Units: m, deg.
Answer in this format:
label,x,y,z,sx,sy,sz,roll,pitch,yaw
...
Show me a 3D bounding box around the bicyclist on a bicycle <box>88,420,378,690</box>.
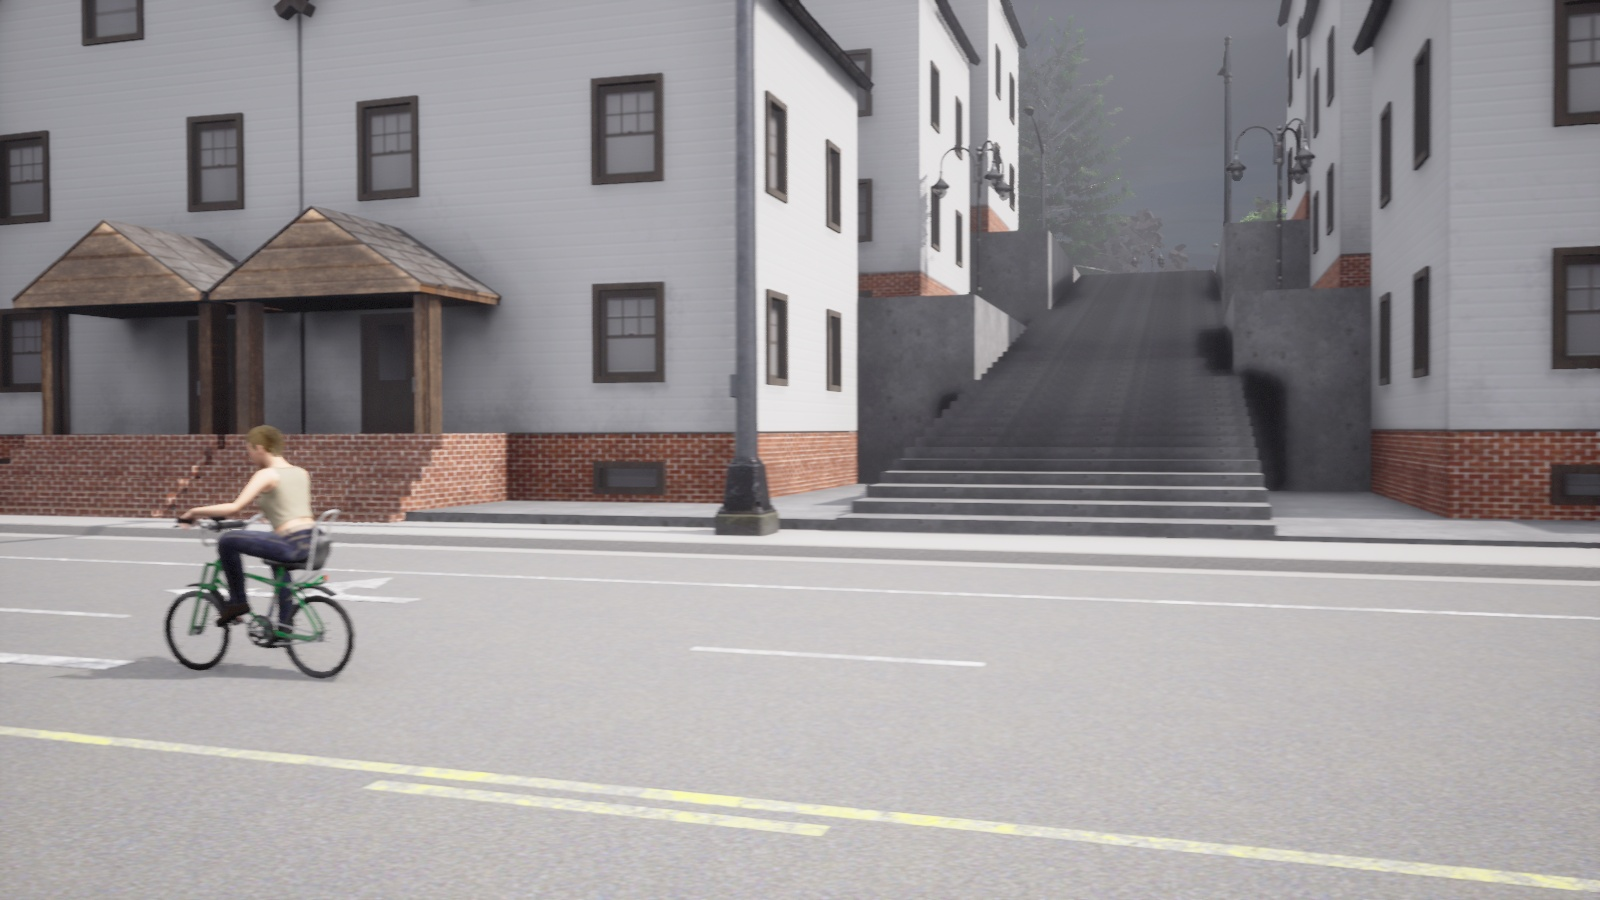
label,x,y,z,sx,sy,sz,roll,pitch,yaw
bicyclist on a bicycle,-3.651,0.619,8.133,1.509,1.612,0.866,0,1,18
